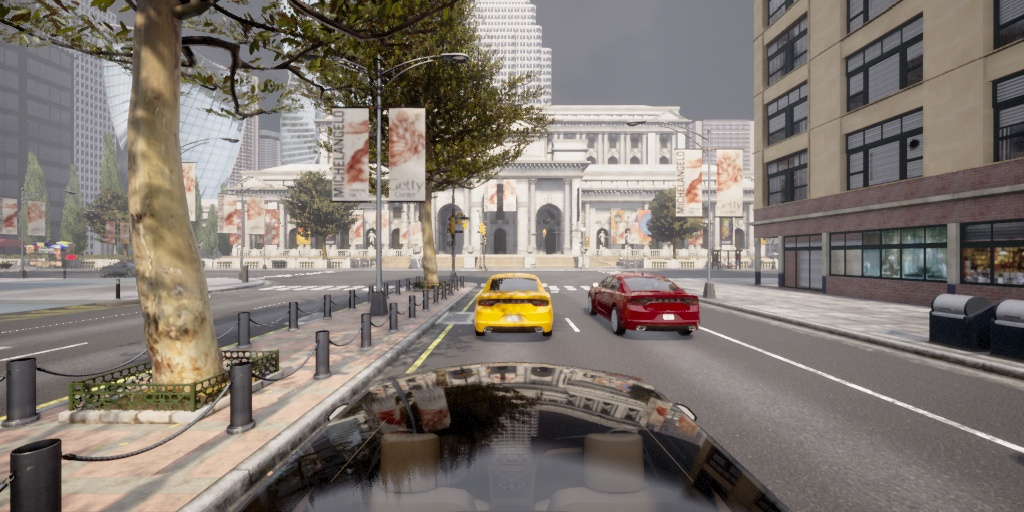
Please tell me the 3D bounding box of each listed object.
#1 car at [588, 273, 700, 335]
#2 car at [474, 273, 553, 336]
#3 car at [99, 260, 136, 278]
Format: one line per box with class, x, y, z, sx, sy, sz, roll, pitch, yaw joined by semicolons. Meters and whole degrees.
car;3.558;1.228;10.582;1.882;1.535;5.008;0;0;0
car;0.056;1.228;10.403;1.882;1.535;5.008;0;0;1
car;-36.336;1.314;34.064;4.181;1.385;1.994;0;0;0
